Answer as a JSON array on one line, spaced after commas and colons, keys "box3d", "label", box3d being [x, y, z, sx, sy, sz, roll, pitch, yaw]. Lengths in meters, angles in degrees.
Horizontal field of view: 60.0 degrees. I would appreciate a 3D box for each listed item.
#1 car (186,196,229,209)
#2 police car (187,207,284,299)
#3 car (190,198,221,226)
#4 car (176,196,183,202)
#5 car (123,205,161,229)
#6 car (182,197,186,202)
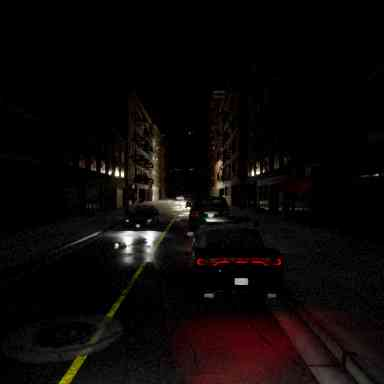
[{"box3d": [0.904, 1.231, 18.565, 2.150, 2.045, 5.566, 0, 0, 0], "label": "car"}, {"box3d": [0.901, 1.427, 8.644, 1.930, 1.638, 5.238, 0, 0, 0], "label": "police car"}, {"box3d": [0.904, 1.361, 24.504, 2.097, 1.767, 4.553, 0, 0, 0], "label": "car"}, {"box3d": [-2.983, 1.673, 81.946, 1.895, 1.301, 4.718, 0, 0, 0], "label": "car"}, {"box3d": [-3.098, 1.555, 21.737, 2.033, 1.411, 5.357, 0, 0, 0], "label": "car"}, {"box3d": [0.032, 1.577, 46.862, 2.033, 1.411, 5.357, 0, 0, 1], "label": "car"}]
